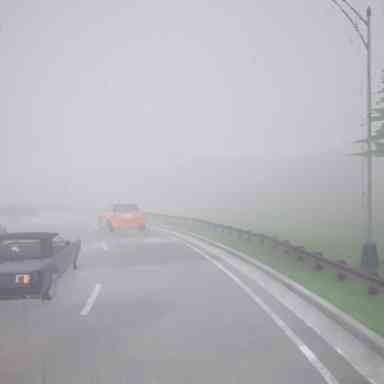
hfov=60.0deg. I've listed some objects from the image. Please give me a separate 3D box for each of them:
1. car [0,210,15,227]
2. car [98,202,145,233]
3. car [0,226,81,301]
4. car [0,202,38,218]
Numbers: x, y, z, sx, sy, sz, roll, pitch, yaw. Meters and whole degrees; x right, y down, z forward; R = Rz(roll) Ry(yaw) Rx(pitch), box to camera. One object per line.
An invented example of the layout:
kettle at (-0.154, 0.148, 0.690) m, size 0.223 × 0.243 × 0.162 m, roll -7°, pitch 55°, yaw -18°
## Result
car at (-8.426, 1.624, 12.527) m, size 2.033 × 1.411 × 5.357 m, roll 0°, pitch 0°, yaw -18°
car at (-4.491, 1.468, 20.762) m, size 2.097 × 1.767 × 4.553 m, roll 0°, pitch 0°, yaw -25°
car at (-4.046, 1.650, 8.256) m, size 1.895 × 1.301 × 4.718 m, roll 0°, pitch 0°, yaw -9°
car at (-17.157, 1.741, 32.718) m, size 5.357 × 1.411 × 2.033 m, roll 0°, pitch -1°, yaw 39°
